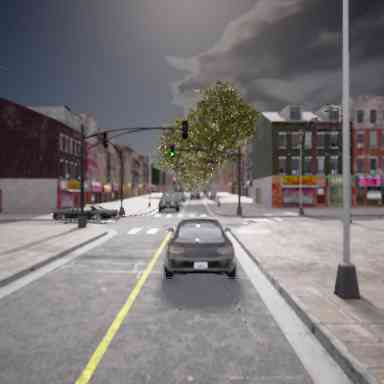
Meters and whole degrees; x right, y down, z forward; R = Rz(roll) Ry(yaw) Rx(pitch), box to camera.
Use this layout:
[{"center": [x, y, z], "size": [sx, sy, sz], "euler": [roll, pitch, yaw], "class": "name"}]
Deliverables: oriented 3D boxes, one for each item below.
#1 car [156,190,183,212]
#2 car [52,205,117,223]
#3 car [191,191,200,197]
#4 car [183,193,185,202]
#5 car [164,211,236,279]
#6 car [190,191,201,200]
[{"center": [-2.458, 1.074, 37.326], "size": [2.150, 2.045, 5.566], "euler": [0, 1, 0], "class": "car"}, {"center": [-8.411, 1.691, 26.064], "size": [4.718, 1.301, 1.895], "euler": [-1, -1, 7], "class": "car"}, {"center": [0.751, 0.481, 78.263], "size": [1.994, 1.385, 4.181], "euler": [0, 1, 1], "class": "car"}, {"center": [-2.376, 1.207, 47.195], "size": [1.837, 1.490, 4.892], "euler": [0, 1, 1], "class": "car"}, {"center": [0.224, 1.515, 9.945], "size": [1.812, 1.442, 4.674], "euler": [0, 0, 1], "class": "car"}, {"center": [0.659, 0.640, 68.191], "size": [2.097, 1.767, 4.553], "euler": [0, 1, 1], "class": "car"}]
